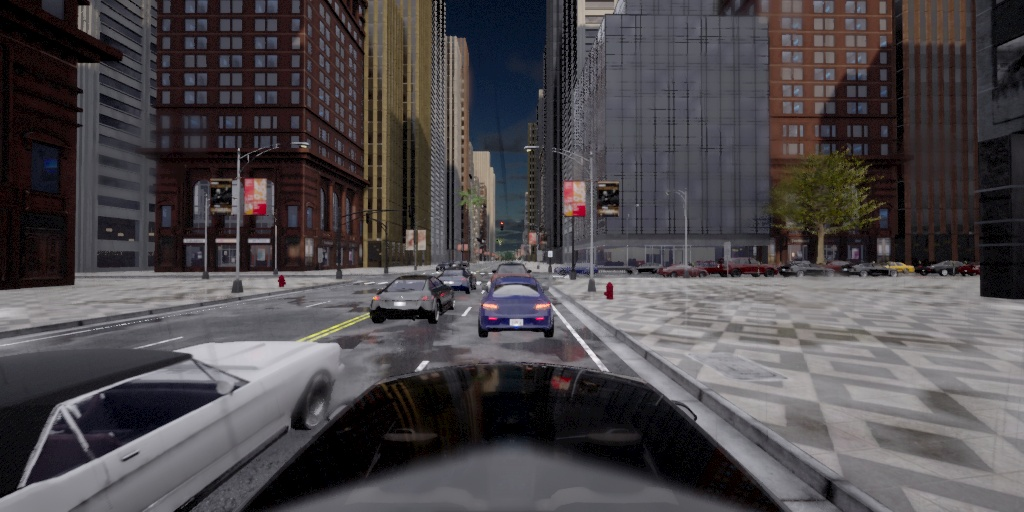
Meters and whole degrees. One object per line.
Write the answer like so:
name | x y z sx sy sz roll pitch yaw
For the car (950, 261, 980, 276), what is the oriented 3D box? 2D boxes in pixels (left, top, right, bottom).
car | 43.484 1.214 32.608 4.507 1.381 1.888 0 0 -1

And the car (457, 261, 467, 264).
car | -9.861 1.545 63.138 2.128 1.511 4.902 0 0 0

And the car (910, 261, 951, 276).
car | 42.776 1.206 35.222 4.892 1.490 1.837 0 -1 -1

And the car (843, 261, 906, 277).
car | 32.208 1.260 32.425 4.313 1.339 1.948 0 0 -1

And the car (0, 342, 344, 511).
car | -3.155 1.351 2.636 1.895 1.301 4.718 0 0 0

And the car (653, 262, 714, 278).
car | 15.295 1.327 32.150 4.207 1.307 1.802 0 0 -1

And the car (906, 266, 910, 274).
car | 43.181 1.296 41.129 4.829 1.417 1.751 0 0 -1

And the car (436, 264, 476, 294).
car | -3.164 1.353 20.504 1.994 1.385 4.181 0 0 0

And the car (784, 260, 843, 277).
car | 26.571 1.276 32.333 4.313 1.339 1.948 0 0 -1

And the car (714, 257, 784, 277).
car | 20.934 1.041 32.242 5.009 1.841 2.192 0 0 -1

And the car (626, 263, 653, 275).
car | 15.159 1.412 40.674 4.313 1.339 1.948 0 0 -1

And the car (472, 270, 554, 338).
car | 0.099 1.284 10.124 1.812 1.442 4.674 0 0 0

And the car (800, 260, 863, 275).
car | 33.956 1.236 38.223 5.008 1.535 1.882 0 -1 0

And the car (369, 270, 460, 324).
car | -3.158 1.327 12.116 1.994 1.385 4.181 0 0 0

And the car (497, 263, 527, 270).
car | -0.012 1.135 19.110 2.097 1.767 4.553 0 0 0

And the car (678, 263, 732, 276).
car | 20.361 1.398 38.007 4.718 1.301 1.895 0 -1 -1

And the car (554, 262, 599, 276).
car | 6.742 1.370 37.798 4.674 1.442 1.812 0 -1 -1

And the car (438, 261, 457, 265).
car | -9.877 1.544 52.852 1.994 1.385 4.181 0 0 0
